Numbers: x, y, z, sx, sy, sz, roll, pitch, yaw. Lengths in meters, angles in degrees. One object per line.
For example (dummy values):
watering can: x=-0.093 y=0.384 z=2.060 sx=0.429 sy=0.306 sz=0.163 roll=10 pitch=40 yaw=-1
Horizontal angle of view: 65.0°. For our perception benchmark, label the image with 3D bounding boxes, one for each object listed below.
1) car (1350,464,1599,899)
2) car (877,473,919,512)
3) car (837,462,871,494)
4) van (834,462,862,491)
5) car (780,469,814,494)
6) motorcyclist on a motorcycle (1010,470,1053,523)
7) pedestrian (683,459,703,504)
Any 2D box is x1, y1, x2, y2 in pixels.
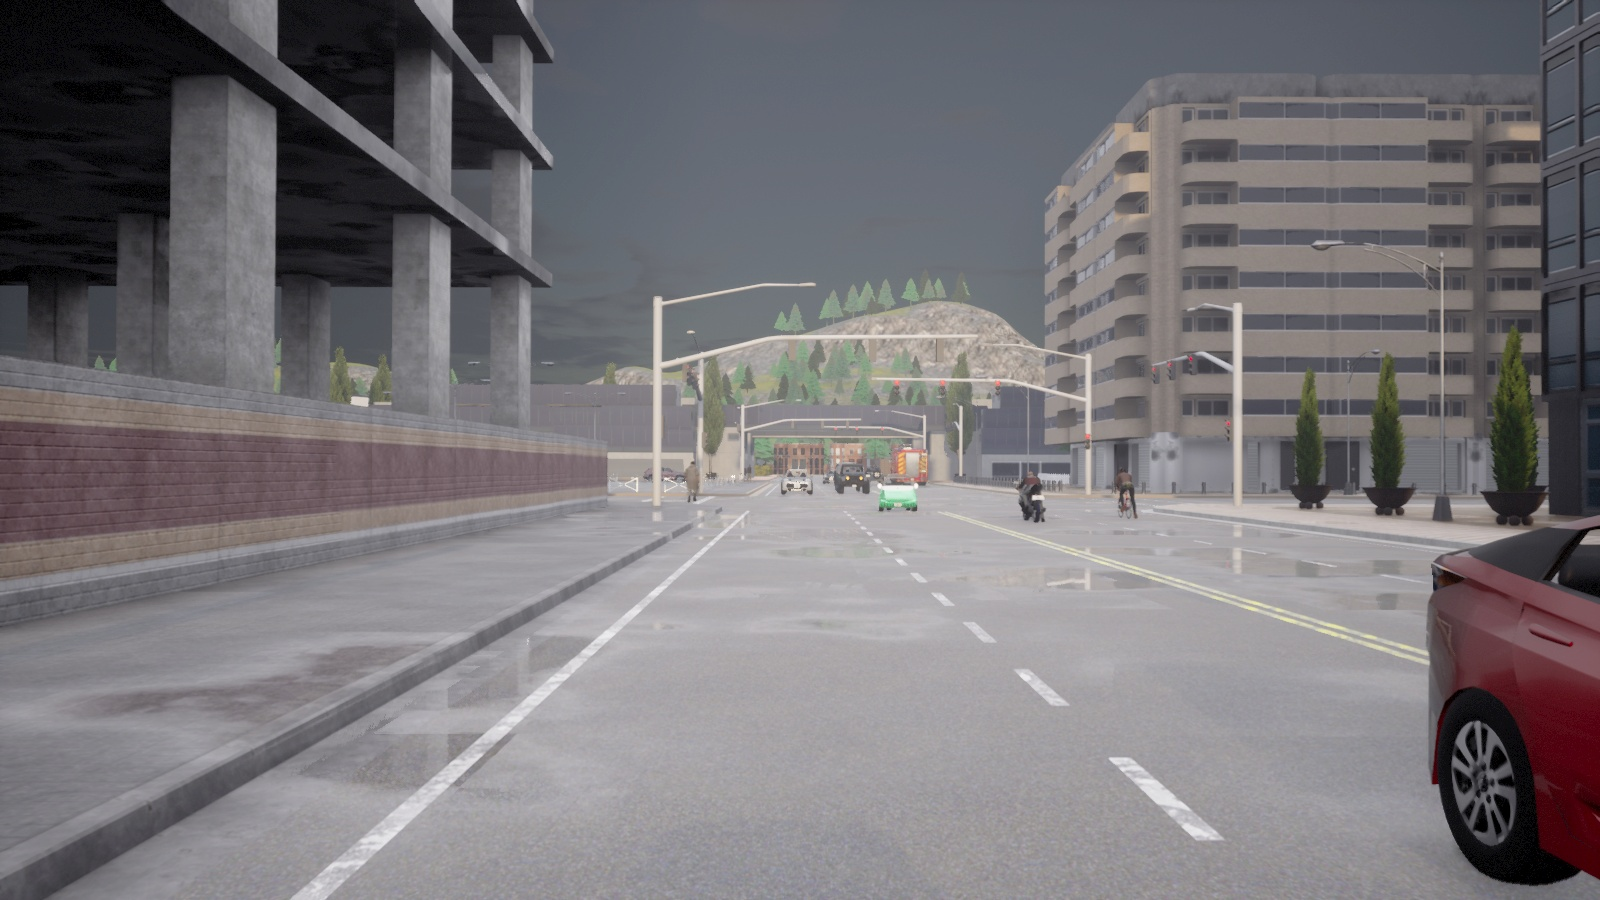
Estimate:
car: x=3.492 y=0.794 z=3.398 sx=2.007 sy=1.525 sz=4.514 roll=0 pitch=-1 yaw=0
car: x=3.585 y=1.520 z=45.760 sx=1.481 sy=1.376 sz=2.207 roll=-1 pitch=-1 yaw=5
car: x=3.321 y=1.735 z=78.044 sx=1.905 sy=1.878 sz=3.866 roll=0 pitch=-1 yaw=0
van: x=3.301 y=1.820 z=86.878 sx=1.775 sy=1.987 sz=4.442 roll=0 pitch=-1 yaw=0
car: x=-0.172 y=1.880 z=75.456 sx=1.970 sy=1.475 sz=3.806 roll=0 pitch=-1 yaw=0
motorcyclist on a motorcycle: x=6.914 y=1.367 z=37.548 sx=0.866 sy=1.530 sz=2.191 roll=0 pitch=-1 yaw=0
pedestrian: x=-4.691 y=1.374 z=55.116 sx=0.659 sy=1.952 sz=0.873 roll=0 pitch=-1 yaw=11
